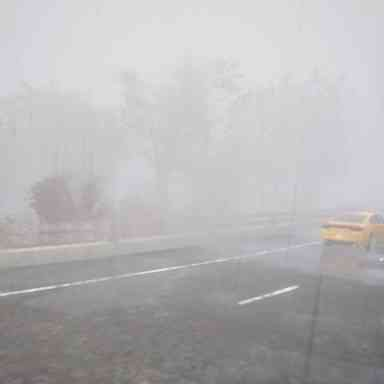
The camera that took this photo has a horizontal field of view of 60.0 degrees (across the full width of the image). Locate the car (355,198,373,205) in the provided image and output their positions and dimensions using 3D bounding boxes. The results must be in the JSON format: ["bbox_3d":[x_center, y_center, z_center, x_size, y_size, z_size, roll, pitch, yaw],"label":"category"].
[{"bbox_3d":[39.445,2.366,77.326,1.994,1.385,4.181,0,0,5],"label":"car"}]

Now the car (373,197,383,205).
[{"bbox_3d":[42.918,2.059,76.883,2.150,2.045,5.566,0,0,5],"label":"car"}]

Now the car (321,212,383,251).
[{"bbox_3d":[7.689,1.641,15.045,5.008,1.535,1.882,0,0,-43],"label":"car"}]
